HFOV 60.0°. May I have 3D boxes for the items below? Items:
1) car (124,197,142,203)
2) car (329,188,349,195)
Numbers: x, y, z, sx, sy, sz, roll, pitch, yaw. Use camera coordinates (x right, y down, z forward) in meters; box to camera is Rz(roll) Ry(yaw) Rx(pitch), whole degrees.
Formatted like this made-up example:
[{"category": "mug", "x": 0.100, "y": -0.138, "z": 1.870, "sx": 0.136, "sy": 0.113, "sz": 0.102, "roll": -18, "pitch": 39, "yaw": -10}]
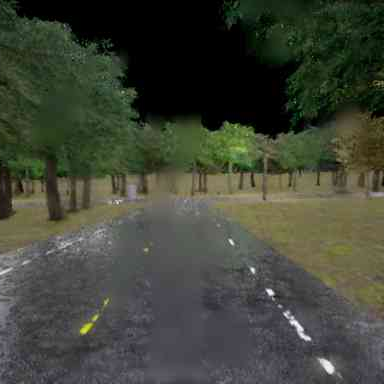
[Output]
[{"category": "car", "x": -13.440, "y": 1.723, "z": 75.512, "sx": 4.181, "sy": 1.385, "sz": 1.994, "roll": -1, "pitch": 3, "yaw": 0}, {"category": "car", "x": 36.451, "y": -0.275, "z": 82.610, "sx": 4.553, "sy": 1.767, "sz": 2.097, "roll": -2, "pitch": 3, "yaw": 0}]
